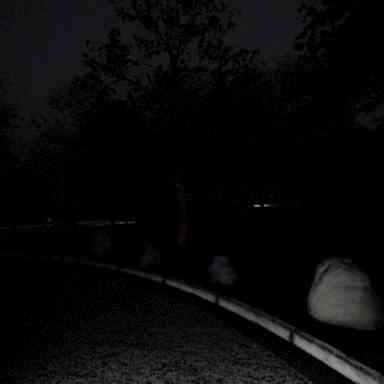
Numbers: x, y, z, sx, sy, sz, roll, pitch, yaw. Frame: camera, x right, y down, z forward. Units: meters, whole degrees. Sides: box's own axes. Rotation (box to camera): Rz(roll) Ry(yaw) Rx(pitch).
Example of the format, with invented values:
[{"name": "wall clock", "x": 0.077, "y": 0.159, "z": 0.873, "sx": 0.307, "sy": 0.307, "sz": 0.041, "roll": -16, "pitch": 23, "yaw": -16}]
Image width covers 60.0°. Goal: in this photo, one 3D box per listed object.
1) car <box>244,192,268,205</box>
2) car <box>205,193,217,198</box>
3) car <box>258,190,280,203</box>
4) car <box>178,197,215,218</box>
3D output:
[{"name": "car", "x": 8.783, "y": 1.121, "z": 49.309, "sx": 1.994, "sy": 1.385, "sz": 4.181, "roll": -1, "pitch": 1, "yaw": -24}, {"name": "car", "x": 2.774, "y": 0.787, "z": 64.547, "sx": 2.128, "sy": 1.511, "sz": 4.902, "roll": 0, "pitch": 1, "yaw": -34}, {"name": "car", "x": 11.342, "y": 0.729, "z": 52.088, "sx": 2.150, "sy": 2.045, "sz": 5.566, "roll": 0, "pitch": 1, "yaw": -27}, {"name": "car", "x": -0.629, "y": 1.611, "z": 31.278, "sx": 4.902, "sy": 1.511, "sz": 2.128, "roll": -2, "pitch": -1, "yaw": -36}]
